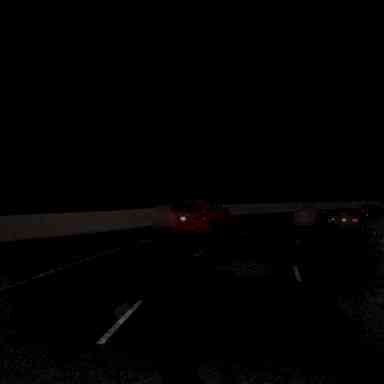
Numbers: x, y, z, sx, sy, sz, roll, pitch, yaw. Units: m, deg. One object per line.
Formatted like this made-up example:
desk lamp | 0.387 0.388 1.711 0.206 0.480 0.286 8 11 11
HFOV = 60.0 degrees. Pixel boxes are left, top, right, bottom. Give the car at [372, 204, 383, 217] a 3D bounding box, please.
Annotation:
car | 19.588 1.991 36.650 4.181 1.385 1.994 1 -1 -39

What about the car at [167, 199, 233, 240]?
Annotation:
car | 0.606 1.411 18.565 2.150 2.045 5.566 0 -1 22

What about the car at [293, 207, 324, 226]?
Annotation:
car | 9.635 1.862 26.765 1.994 1.385 4.181 0 -1 35

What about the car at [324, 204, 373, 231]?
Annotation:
car | 10.775 1.808 22.650 2.033 1.411 5.357 0 -1 33
